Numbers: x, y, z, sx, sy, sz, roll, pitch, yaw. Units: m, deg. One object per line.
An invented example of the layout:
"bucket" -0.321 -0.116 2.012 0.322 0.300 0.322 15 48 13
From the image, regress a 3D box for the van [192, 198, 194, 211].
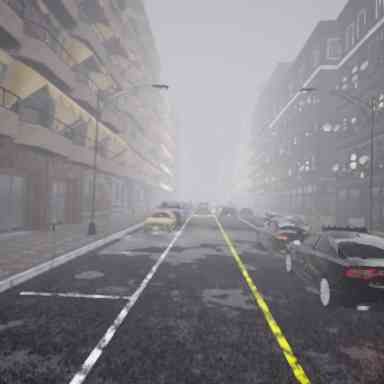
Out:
"van" -1.080 1.900 43.200 1.690 1.788 3.998 3 -1 2

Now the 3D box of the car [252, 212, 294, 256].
"car" 3.982 1.850 14.358 1.812 1.442 4.674 2 -1 2

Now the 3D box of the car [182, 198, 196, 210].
"car" -0.476 2.148 59.778 2.192 1.841 5.009 3 -1 2

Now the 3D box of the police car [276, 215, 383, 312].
"police car" 3.771 1.663 8.472 1.930 1.638 5.238 2 -1 2

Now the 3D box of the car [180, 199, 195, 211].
"car" -0.677 2.056 54.252 2.192 1.841 5.009 3 -1 2

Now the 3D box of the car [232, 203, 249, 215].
"car" 6.978 2.455 48.371 1.887 1.381 4.507 3 -1 2

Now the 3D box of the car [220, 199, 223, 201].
"car" 7.952 2.821 76.008 1.967 1.590 4.097 3 -1 2

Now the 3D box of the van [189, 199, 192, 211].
"van" -1.280 1.811 37.672 1.690 1.788 3.998 3 -1 2

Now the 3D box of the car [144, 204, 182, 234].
"car" -1.900 1.740 20.923 1.752 1.417 4.829 3 -1 2

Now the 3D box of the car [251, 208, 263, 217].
"car" 6.173 2.112 26.266 2.008 1.369 4.403 3 -1 2

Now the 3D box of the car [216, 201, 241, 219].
"car" 4.027 2.155 37.583 1.837 1.490 4.892 2 -1 2

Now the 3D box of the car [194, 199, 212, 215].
"car" 1.483 2.006 43.778 2.097 1.767 4.553 2 -1 2

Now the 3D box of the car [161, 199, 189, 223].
"car" -1.680 1.615 26.622 2.192 1.841 5.009 3 -1 2

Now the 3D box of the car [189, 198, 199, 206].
"car" 0.525 2.637 87.408 2.192 1.841 5.009 3 -1 2

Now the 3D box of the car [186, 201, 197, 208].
"car" -0.090 2.588 70.828 1.947 1.339 4.313 3 -1 2

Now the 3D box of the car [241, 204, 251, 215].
"car" 6.777 2.365 42.845 1.887 1.381 4.507 3 -1 2

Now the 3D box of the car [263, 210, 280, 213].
"car" 5.973 2.024 20.739 1.887 1.381 4.507 3 -1 2
